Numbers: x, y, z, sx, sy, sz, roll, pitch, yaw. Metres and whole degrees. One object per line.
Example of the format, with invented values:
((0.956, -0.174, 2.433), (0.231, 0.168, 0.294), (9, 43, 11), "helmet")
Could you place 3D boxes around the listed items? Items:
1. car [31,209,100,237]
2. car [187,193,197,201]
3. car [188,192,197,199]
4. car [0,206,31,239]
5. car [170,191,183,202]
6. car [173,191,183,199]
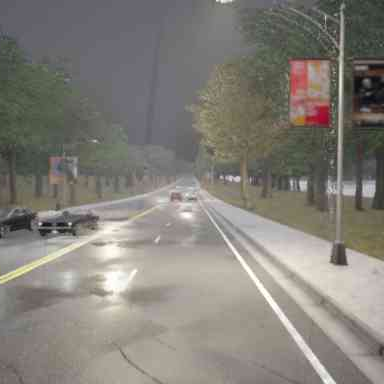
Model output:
((-6.538, 1.603, 18.075), (1.895, 1.301, 4.718), (0, 0, 1), "car")
((0.012, 1.224, 68.151), (1.895, 1.301, 4.718), (0, 1, 0), "car")
((0.013, 0.890, 78.117), (2.033, 1.411, 5.357), (0, 1, 0), "car")
((-9.796, 1.495, 17.372), (2.128, 1.511, 4.902), (0, 0, 0), "car")
((-3.239, 0.858, 67.728), (2.150, 2.045, 5.566), (0, 1, 0), "car")
((-3.237, 0.706, 78.082), (2.097, 1.767, 4.553), (0, 1, 0), "car")
